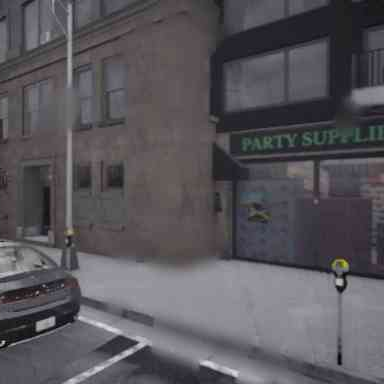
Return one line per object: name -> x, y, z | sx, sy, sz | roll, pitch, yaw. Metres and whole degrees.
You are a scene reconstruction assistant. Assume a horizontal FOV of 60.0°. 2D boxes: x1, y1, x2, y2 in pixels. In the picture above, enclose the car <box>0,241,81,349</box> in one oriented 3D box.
car -> -3.744, 1.535, 5.751 | 4.403, 1.369, 2.008 | 0, 0, 36
